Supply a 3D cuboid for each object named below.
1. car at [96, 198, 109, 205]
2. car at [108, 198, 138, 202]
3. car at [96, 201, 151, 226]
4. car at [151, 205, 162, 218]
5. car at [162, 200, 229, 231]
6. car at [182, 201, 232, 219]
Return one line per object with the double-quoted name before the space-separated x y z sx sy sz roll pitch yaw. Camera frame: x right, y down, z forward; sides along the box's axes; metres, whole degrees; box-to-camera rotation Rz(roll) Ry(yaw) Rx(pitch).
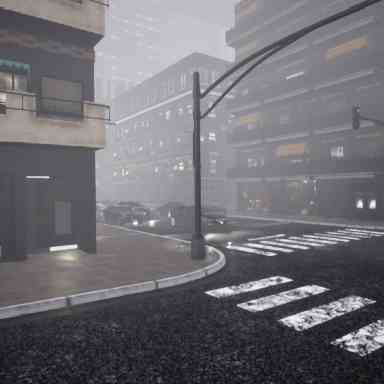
"car" -11.325 1.568 37.264 1.812 1.442 4.674 -1 1 -36
"car" -5.275 1.541 28.909 1.837 1.490 4.892 -1 1 -36
"car" -5.155 1.632 24.549 1.947 1.339 4.313 -1 1 -36
"car" -1.441 1.500 28.639 1.837 1.490 4.892 -1 1 -36
"car" 0.295 1.534 21.233 1.837 1.490 4.892 -1 1 -36
"car" 1.223 1.512 29.176 2.008 1.369 4.403 -1 1 -36
